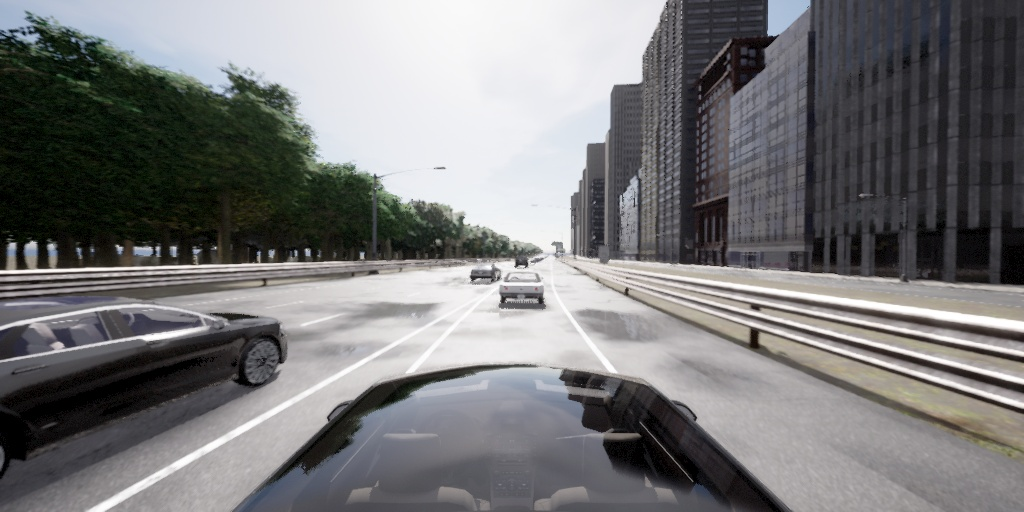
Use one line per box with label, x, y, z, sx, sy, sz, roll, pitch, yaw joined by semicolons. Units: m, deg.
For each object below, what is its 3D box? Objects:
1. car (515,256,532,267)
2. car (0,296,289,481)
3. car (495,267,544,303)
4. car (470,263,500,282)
car;1.788;1.039;63.917;2.150;2.045;5.566;0;0;6
car;-4.831;1.206;4.059;2.128;1.511;4.902;0;0;6
car;0.533;1.365;16.797;1.895;1.301;4.718;0;0;4
car;-2.058;1.301;29.008;2.033;1.411;5.357;0;0;6
